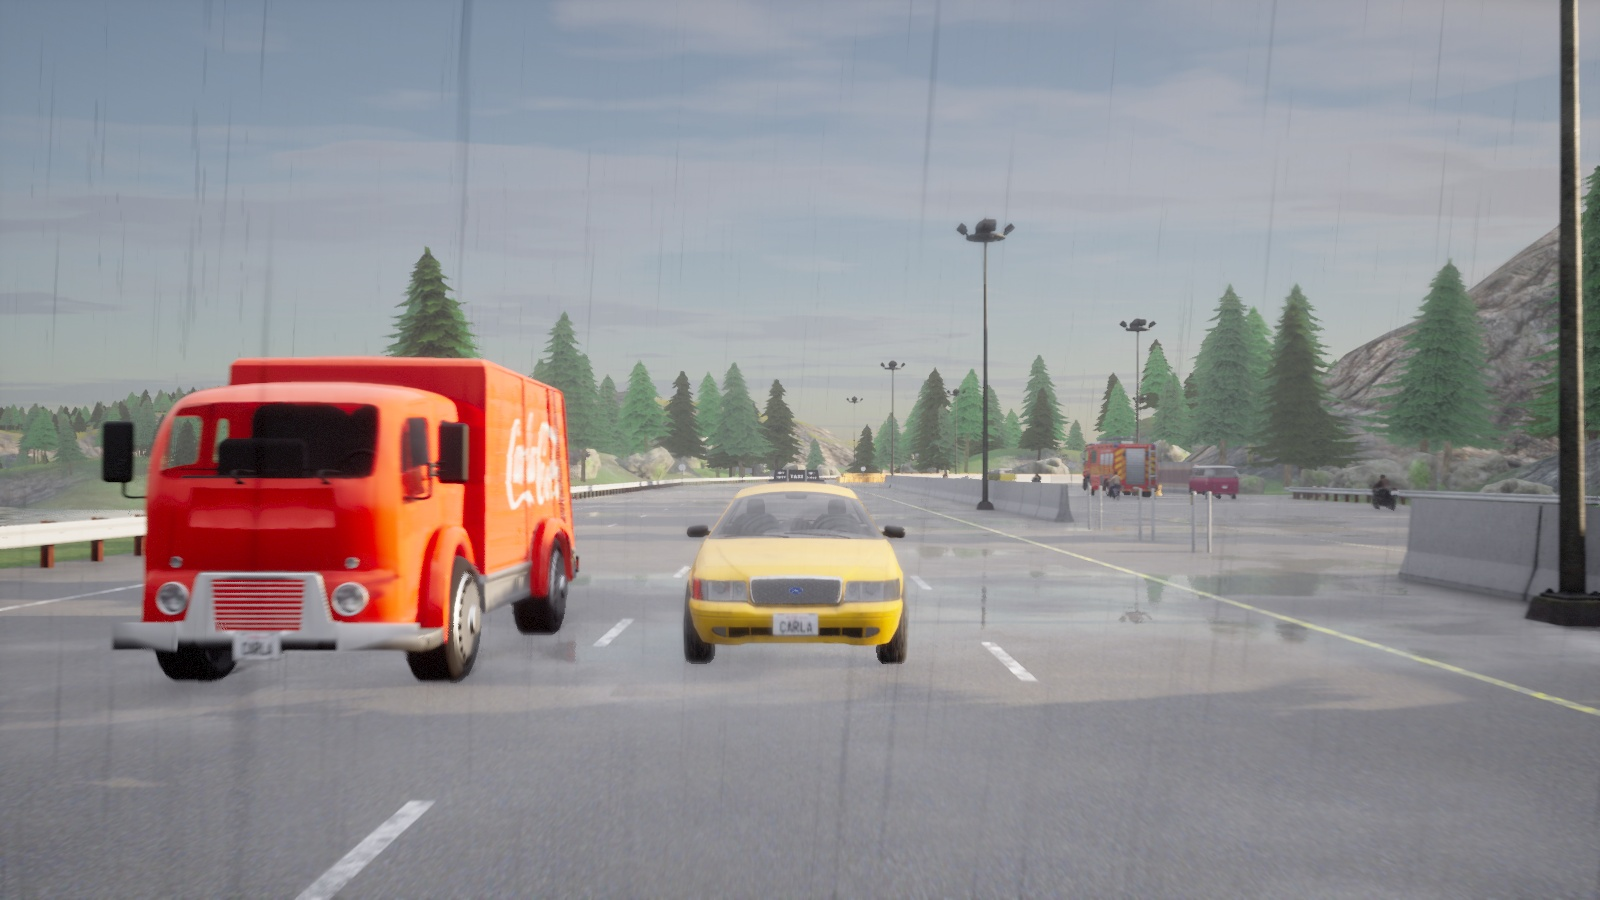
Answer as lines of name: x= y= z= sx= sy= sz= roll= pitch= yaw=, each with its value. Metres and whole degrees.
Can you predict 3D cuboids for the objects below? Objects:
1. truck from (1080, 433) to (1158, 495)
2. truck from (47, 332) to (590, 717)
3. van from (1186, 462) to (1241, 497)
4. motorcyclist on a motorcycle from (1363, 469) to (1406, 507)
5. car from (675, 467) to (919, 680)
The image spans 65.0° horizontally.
truck: x=20.768 y=0.944 z=82.259 sx=2.891 sy=3.827 sz=8.468 roll=0 pitch=-1 yaw=0
truck: x=-3.526 y=0.521 z=10.684 sx=2.627 sy=2.467 sz=5.204 roll=0 pitch=-1 yaw=0
van: x=24.314 y=1.709 z=73.986 sx=1.775 sy=1.987 sz=4.442 roll=0 pitch=-1 yaw=0
motorcyclist on a motorcycle: x=24.378 y=1.577 z=52.423 sx=0.797 sy=1.523 sz=2.044 roll=0 pitch=-1 yaw=0
car: x=-0.028 y=0.953 z=11.988 sx=1.801 sy=1.575 sz=5.366 roll=0 pitch=-1 yaw=0
